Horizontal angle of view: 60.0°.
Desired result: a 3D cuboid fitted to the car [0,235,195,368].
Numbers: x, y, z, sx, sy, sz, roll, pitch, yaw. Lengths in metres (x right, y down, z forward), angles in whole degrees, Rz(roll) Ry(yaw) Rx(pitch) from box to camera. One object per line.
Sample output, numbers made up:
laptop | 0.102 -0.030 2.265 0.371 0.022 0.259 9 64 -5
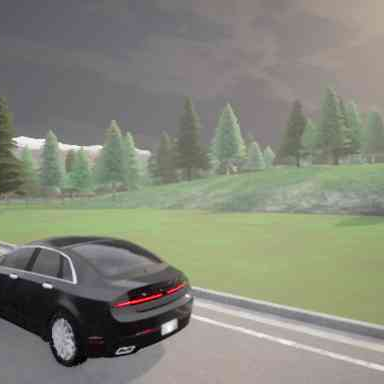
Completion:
car | -2.213 1.531 5.860 4.892 1.490 1.837 0 0 38
